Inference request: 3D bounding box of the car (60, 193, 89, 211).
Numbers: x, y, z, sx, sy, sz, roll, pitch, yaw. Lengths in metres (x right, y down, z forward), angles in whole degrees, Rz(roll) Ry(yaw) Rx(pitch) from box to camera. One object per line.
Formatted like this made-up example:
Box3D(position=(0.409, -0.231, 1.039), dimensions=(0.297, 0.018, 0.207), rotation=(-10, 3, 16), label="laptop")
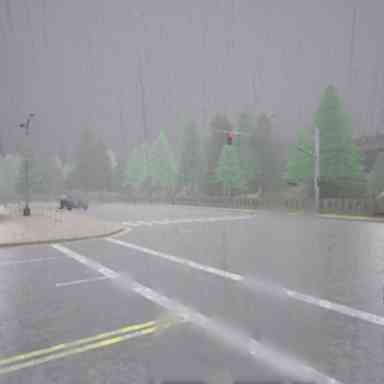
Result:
Box3D(position=(-13.966, 1.143, 39.219), dimensions=(2.150, 2.045, 5.566), rotation=(0, 0, -35), label="car")
